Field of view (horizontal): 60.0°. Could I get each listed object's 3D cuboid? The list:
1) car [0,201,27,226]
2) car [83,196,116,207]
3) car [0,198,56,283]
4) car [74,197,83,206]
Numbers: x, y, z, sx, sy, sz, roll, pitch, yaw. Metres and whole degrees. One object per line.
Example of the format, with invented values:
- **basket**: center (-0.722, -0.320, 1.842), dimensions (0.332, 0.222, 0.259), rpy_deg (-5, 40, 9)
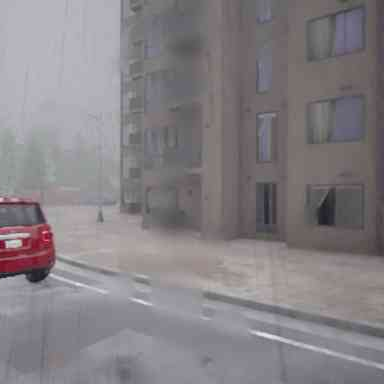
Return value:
- **car**: center (-13.223, 1.428, 23.284), dimensions (1.812, 1.442, 4.674), rpy_deg (0, 0, -10)
- **car**: center (-13.206, 1.407, 48.726), dimensions (1.994, 1.385, 4.181), rpy_deg (0, 0, 34)
- **car**: center (-5.601, 1.177, 8.535), dimensions (5.566, 2.045, 2.150), rpy_deg (-1, -1, 42)
- **car**: center (-15.810, 1.322, 51.122), dimensions (2.128, 1.511, 4.902), rpy_deg (0, 0, 34)
